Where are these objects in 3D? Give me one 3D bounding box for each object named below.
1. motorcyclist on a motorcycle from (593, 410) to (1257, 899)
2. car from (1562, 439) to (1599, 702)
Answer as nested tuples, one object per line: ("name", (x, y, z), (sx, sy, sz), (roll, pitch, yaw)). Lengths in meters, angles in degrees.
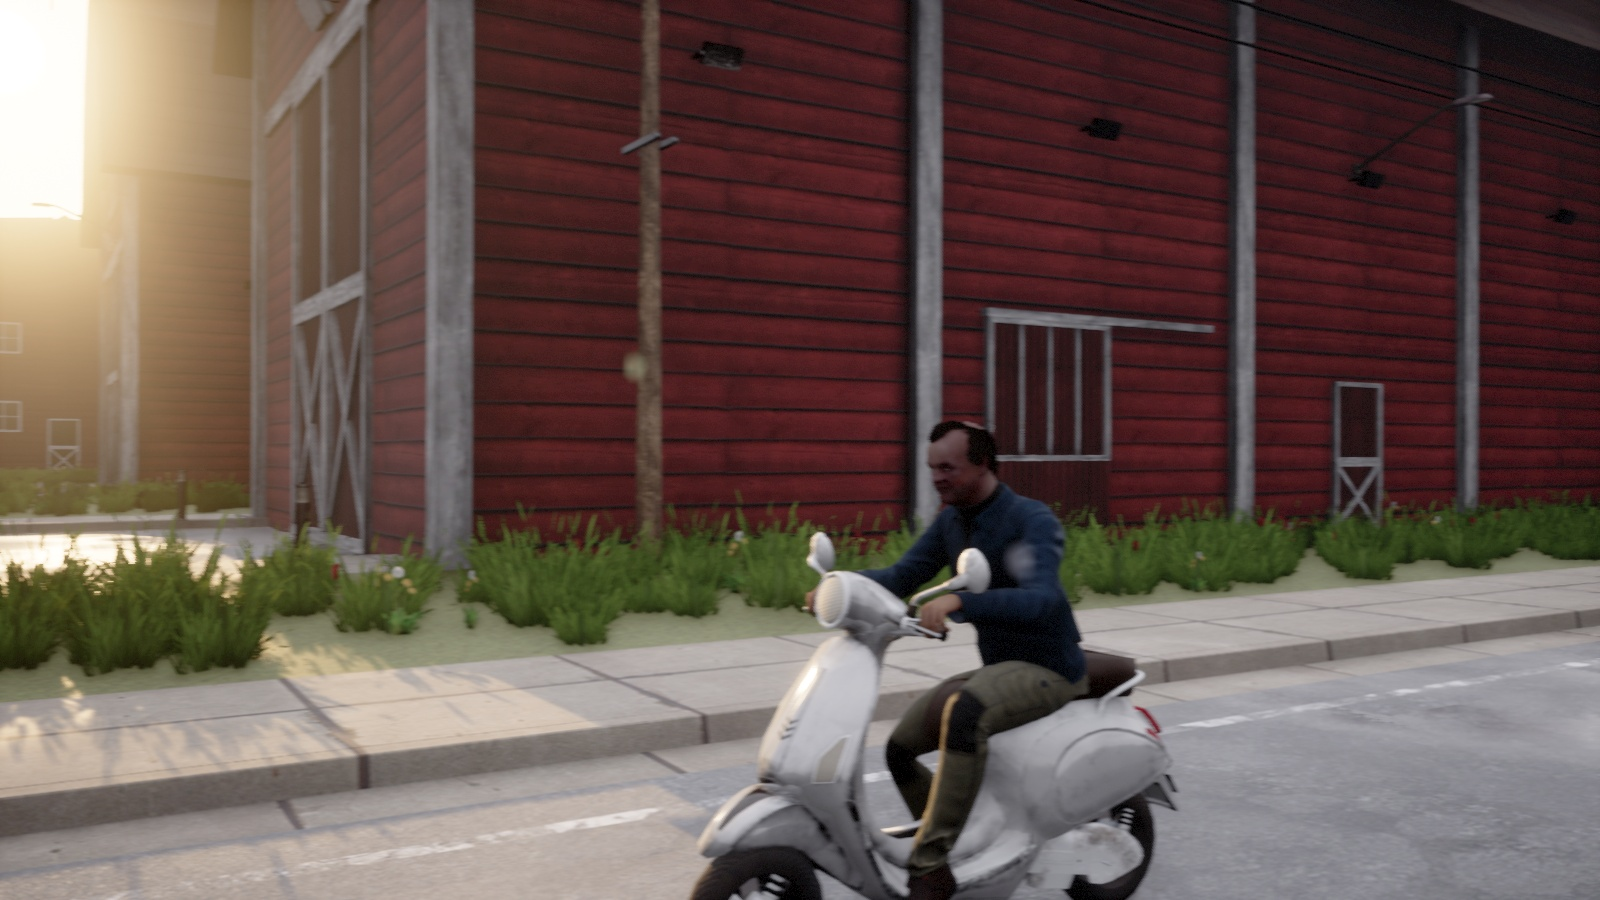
("motorcyclist on a motorcycle", (0.400, 0.704, 3.754), (1.817, 1.590, 0.866), (0, 0, -31))
("car", (6.970, 0.694, 7.768), (4.514, 1.525, 2.007), (0, 0, -31))
